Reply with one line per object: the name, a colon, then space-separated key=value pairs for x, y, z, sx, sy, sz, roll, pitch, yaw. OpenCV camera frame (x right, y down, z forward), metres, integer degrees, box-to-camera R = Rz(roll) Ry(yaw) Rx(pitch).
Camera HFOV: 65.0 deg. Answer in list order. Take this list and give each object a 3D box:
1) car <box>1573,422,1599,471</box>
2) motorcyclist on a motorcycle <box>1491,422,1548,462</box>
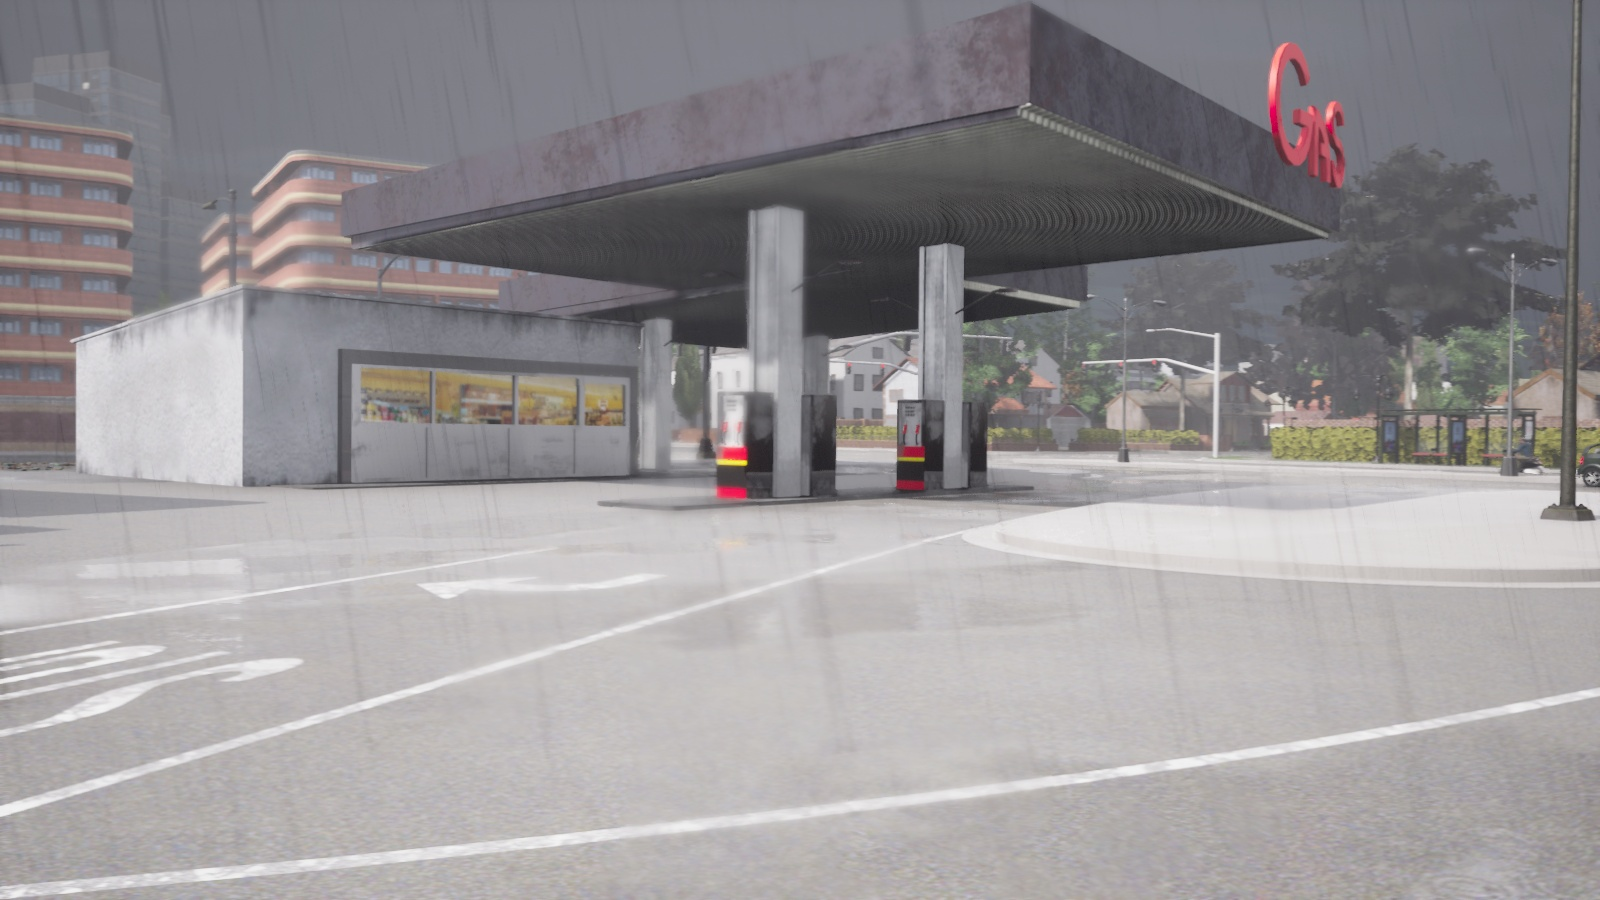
car: x=26.549 y=-0.113 z=39.219 sx=1.789 sy=1.549 sz=3.705 roll=-1 pitch=1 yaw=-32
motorcyclist on a motorcycle: x=28.923 y=-0.335 z=50.509 sx=0.866 sy=1.590 sz=1.817 roll=-1 pitch=1 yaw=-32
